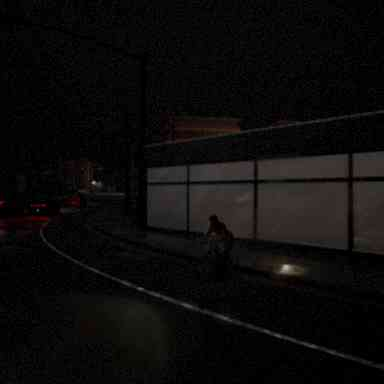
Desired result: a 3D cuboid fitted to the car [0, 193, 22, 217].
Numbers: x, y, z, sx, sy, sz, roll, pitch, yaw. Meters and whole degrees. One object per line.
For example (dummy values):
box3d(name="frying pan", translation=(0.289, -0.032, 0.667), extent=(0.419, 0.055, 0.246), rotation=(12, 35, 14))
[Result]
box3d(name="car", translation=(-16.722, 1.056, 29.296), extent=(2.150, 2.045, 5.566), rotation=(0, 0, -11))

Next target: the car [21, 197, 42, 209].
box3d(name="car", translation=(-20.754, 1.321, 42.970), extent=(1.994, 1.385, 4.181), rotation=(0, 0, -33))

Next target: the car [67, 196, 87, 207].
box3d(name="car", translation=(-16.101, 1.242, 46.746), extent=(1.882, 1.535, 5.008), rotation=(0, 0, -7))

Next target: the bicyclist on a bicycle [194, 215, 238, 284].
box3d(name="bicyclist on a bicycle", translation=(0.641, 1.391, 8.287), extent=(1.656, 1.620, 0.582), rotation=(0, 0, -44))

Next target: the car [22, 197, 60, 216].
box3d(name="car", translation=(-13.340, 1.339, 30.213), extent=(2.128, 1.511, 4.902), rotation=(0, 0, -11))
